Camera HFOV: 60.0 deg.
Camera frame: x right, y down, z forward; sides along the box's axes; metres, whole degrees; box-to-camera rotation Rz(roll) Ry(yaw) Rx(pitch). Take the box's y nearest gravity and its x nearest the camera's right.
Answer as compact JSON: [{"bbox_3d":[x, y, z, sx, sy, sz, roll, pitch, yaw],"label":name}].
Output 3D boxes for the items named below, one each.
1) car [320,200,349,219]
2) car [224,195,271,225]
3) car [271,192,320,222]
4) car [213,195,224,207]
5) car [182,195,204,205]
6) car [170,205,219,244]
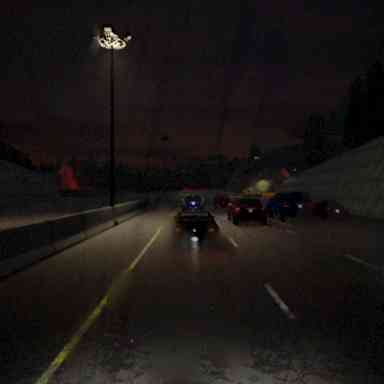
[{"bbox_3d":[10.605,1.341,26.245,1.994,1.385,4.181,0,0,0],"label":"car"},{"bbox_3d":[3.604,1.160,22.573,2.097,1.767,4.553,0,0,0],"label":"car"},{"bbox_3d":[7.101,1.013,24.460,2.150,2.045,5.566,0,0,0],"label":"car"},{"bbox_3d":[3.607,1.132,40.849,1.882,1.535,5.008,0,0,0],"label":"car"},{"bbox_3d":[0.106,1.077,32.469,2.097,1.767,4.553,0,0,0],"label":"car"},{"bbox_3d":[0.103,1.474,14.896,1.895,1.301,4.718,0,0,0],"label":"car"}]
